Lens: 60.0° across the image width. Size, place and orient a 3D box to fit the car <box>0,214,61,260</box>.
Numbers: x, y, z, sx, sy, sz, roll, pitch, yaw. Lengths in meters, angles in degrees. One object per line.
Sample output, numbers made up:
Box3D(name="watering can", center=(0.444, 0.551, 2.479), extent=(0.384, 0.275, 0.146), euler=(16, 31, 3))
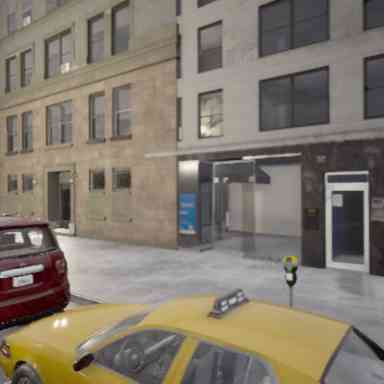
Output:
Box3D(name="car", center=(-4.296, 1.321, 6.033), extent=(5.009, 1.841, 2.192), euler=(0, 0, 36))

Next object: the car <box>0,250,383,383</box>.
Box3D(name="car", center=(0.087, 1.527, 2.906), extent=(4.829, 1.417, 1.752), euler=(0, 0, 36))
